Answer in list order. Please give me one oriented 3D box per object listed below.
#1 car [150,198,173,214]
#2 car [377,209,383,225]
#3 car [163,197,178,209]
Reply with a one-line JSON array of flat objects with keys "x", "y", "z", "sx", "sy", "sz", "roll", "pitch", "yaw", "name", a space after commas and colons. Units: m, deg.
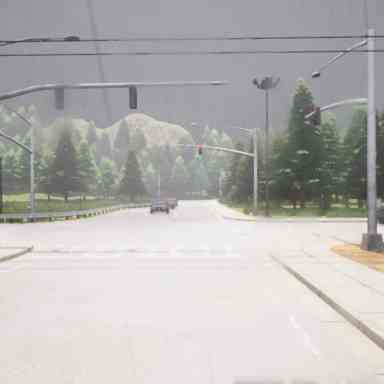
[{"x": -3.528, "y": 1.677, "z": 37.479, "sx": 1.994, "sy": 1.385, "sz": 4.181, "roll": 0, "pitch": 0, "yaw": 0, "name": "car"}, {"x": 14.623, "y": 1.359, "z": 22.123, "sx": 4.553, "sy": 1.767, "sz": 2.097, "roll": 0, "pitch": 0, "yaw": 1, "name": "car"}, {"x": -3.488, "y": 1.488, "z": 47.188, "sx": 2.097, "sy": 1.767, "sz": 4.553, "roll": 0, "pitch": 0, "yaw": 0, "name": "car"}]
